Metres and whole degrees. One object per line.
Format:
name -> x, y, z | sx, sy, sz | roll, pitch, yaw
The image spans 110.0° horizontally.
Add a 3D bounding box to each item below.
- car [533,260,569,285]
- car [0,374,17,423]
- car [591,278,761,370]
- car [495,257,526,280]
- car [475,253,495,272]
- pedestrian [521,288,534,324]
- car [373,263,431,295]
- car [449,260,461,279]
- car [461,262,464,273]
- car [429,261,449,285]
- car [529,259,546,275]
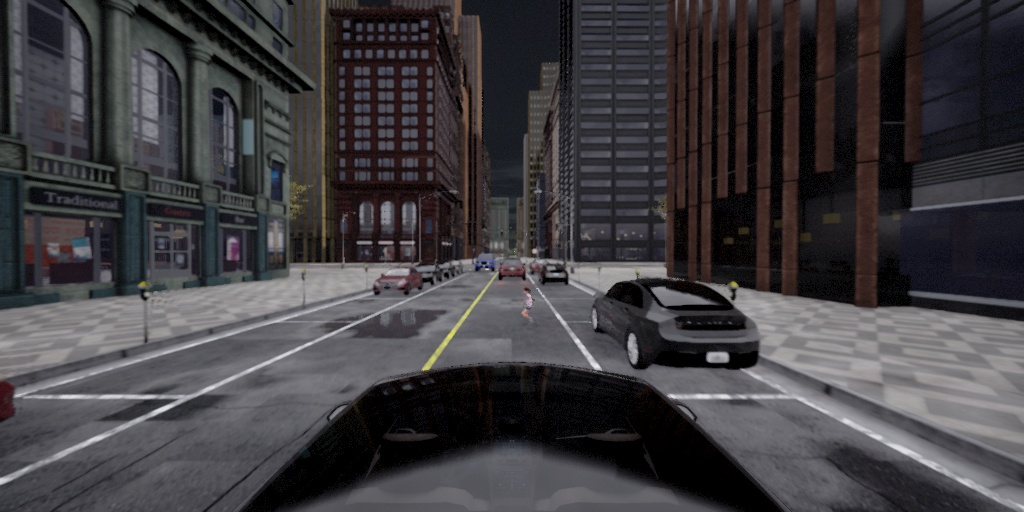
car -> 2.749, 1.170, 24.340 | 1.948, 1.339, 4.313 | 0, 0, 0
car -> -5.763, 1.332, 1.787 | 1.802, 1.307, 4.207 | 0, 0, 0
car -> 2.996, 1.216, 7.645 | 1.837, 1.490, 4.892 | 0, 0, 0
car -> 0.041, 0.931, 28.594 | 2.097, 1.767, 4.553 | 0, 0, 1
car -> -3.028, 0.715, 41.658 | 2.150, 2.045, 5.566 | 0, 0, 0
pedestrian -> 0.462, 1.370, 10.143 | 0.500, 1.100, 0.500 | 0, 1, -10
car -> -5.773, 1.222, 18.696 | 1.802, 1.307, 4.207 | 0, 0, 0
car -> -5.780, 1.136, 29.968 | 1.948, 1.339, 4.313 | 0, 0, 0
car -> -5.783, 1.087, 35.605 | 2.007, 1.370, 4.403 | 0, 0, 0
car -> -5.776, 1.171, 24.332 | 1.948, 1.339, 4.313 | 0, 0, 0
car -> 2.742, 0.976, 35.612 | 1.967, 1.591, 4.097 | 0, 0, 0
